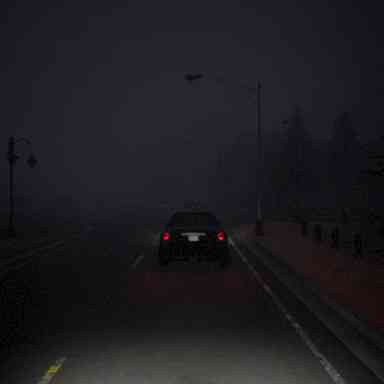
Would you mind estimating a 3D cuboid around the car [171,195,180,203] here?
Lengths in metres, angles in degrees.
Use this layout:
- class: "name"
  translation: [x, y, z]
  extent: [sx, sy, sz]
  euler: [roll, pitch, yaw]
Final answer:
- class: "car"
  translation: [-3.518, 1.487, 72.064]
  extent: [1.812, 1.442, 4.674]
  euler: [0, 0, 0]

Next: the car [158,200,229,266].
- class: "car"
  translation: [0.060, 1.346, 11.653]
  extent: [2.097, 1.767, 4.553]
  euler: [0, 0, 0]

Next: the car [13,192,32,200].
- class: "car"
  translation: [-42.939, 1.049, 84.236]
  extent: [3.866, 1.878, 1.905]
  euler: [0, 0, 0]

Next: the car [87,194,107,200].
- class: "car"
  translation: [-25.061, 1.268, 87.898]
  extent: [4.514, 1.523, 2.007]
  euler: [0, 0, 0]

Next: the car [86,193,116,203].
- class: "car"
  translation: [-17.267, 1.081, 62.120]
  extent: [4.605, 1.855, 1.932]
  euler: [0, 0, 0]

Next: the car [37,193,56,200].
- class: "car"
  translation: [-35.070, 1.071, 80.953]
  extent: [4.605, 1.855, 1.932]
  euler: [0, 0, 0]

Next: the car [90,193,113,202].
- class: "car"
  translation: [-17.680, 1.059, 65.026]
  extent: [3.866, 1.878, 1.905]
  euler: [0, 0, 0]

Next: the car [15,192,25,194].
- class: "car"
  translation: [-35.777, 1.278, 68.496]
  extent: [4.514, 1.523, 2.007]
  euler: [0, 0, 0]

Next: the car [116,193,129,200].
- class: "car"
  translation: [-17.685, 1.129, 77.820]
  extent: [5.027, 1.636, 2.152]
  euler: [0, 0, 0]

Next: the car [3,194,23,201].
- class: "car"
  translation: [-43.549, 1.335, 80.912]
  extent: [3.806, 1.475, 1.970]
  euler: [0, 0, 0]

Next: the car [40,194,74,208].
- class: "car"
  translation: [-17.397, 1.367, 43.537]
  extent: [3.633, 1.501, 1.845]
  euler: [0, 0, 0]

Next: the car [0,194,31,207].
- class: "car"
  translation: [-24.819, 1.376, 46.514]
  extent: [3.806, 1.475, 1.970]
  euler: [0, 0, 0]

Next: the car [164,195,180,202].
- class: "car"
  translation: [-3.571, 1.322, 57.172]
  extent: [2.097, 1.767, 4.553]
  euler: [0, 0, 0]

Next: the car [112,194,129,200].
- class: "car"
  translation: [-18.011, 1.204, 84.238]
  extent: [3.806, 1.475, 1.970]
  euler: [0, 0, 0]
